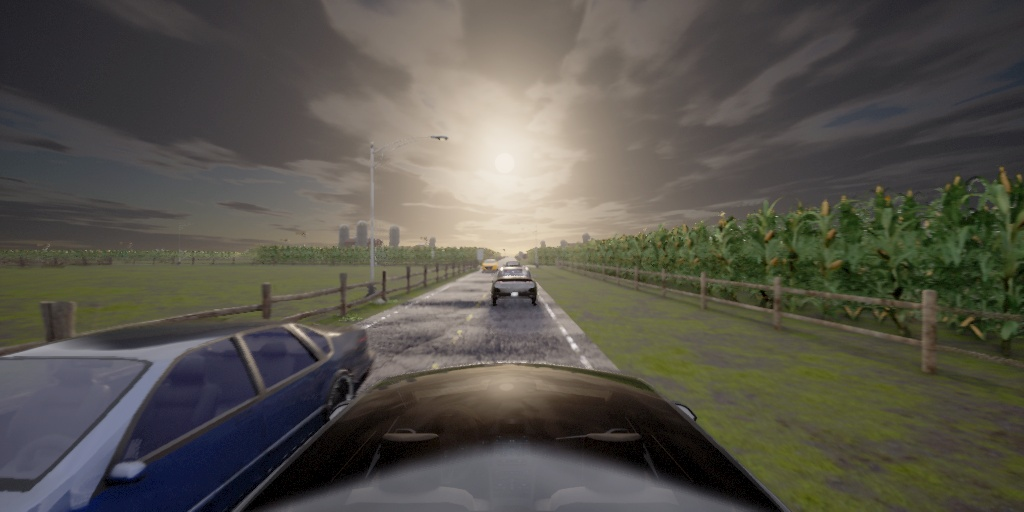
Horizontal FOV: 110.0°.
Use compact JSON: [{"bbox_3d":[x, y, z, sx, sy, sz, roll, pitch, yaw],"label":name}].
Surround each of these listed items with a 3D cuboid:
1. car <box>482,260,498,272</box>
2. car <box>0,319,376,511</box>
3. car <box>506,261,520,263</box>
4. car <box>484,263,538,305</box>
[{"bbox_3d":[-2.814,1.206,46.256,1.882,1.535,5.008,0,0,0],"label":"car"},{"bbox_3d":[-2.850,1.298,2.794,2.033,1.411,5.357,0,0,0],"label":"car"},{"bbox_3d":[0.105,1.242,35.813,1.837,1.490,4.892,0,0,0],"label":"car"},{"bbox_3d":[0.100,1.239,16.023,2.128,1.511,4.902,0,0,0],"label":"car"}]
